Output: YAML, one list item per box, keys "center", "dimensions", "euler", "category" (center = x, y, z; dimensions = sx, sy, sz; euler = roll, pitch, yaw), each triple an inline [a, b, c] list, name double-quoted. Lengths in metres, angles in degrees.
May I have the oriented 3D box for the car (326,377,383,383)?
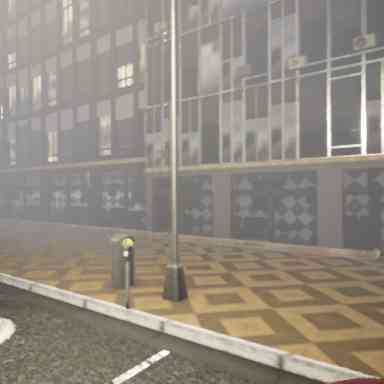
- center: [2.385, 1.572, 1.169]
  dimensions: [4.206, 1.307, 1.802]
  euler: [-1, 0, 36]
  category: "car"
